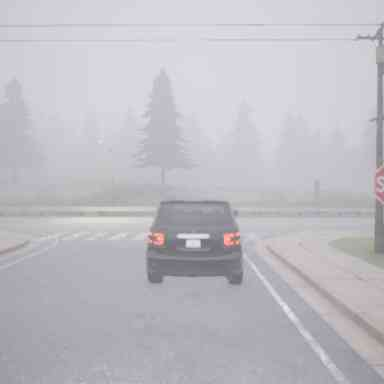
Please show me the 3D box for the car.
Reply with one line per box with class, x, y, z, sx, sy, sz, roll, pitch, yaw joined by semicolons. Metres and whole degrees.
car;0.145;1.080;9.281;2.150;2.045;5.566;0;1;3
